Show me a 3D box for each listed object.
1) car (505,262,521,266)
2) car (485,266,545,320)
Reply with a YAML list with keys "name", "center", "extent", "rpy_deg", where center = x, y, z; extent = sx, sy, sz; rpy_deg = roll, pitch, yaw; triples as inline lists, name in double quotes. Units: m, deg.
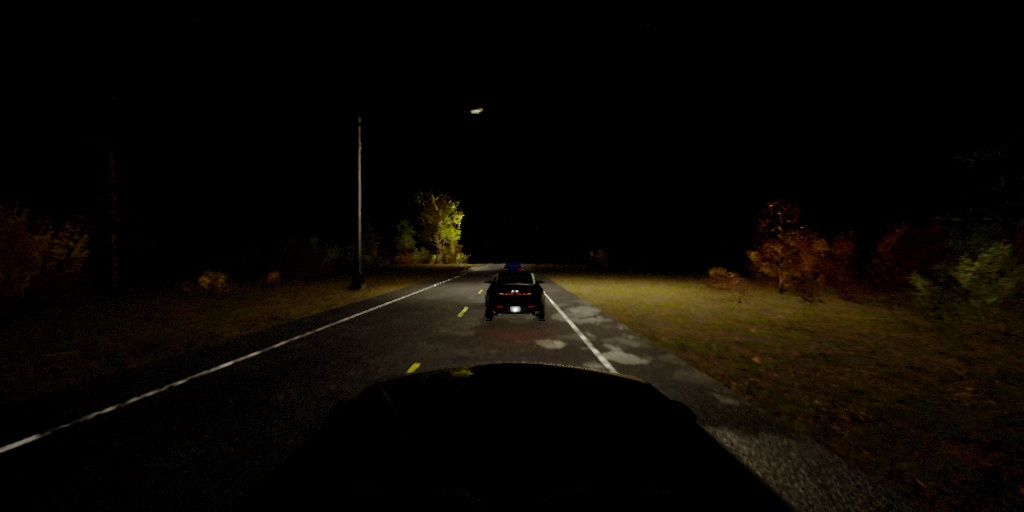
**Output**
- name: "car"
  center: [0.089, 1.283, 32.402]
  extent: [1.812, 1.442, 4.674]
  rpy_deg: [0, 0, 0]
- name: "car"
  center: [0.096, 1.257, 12.572]
  extent: [1.837, 1.490, 4.892]
  rpy_deg: [0, 0, 0]
